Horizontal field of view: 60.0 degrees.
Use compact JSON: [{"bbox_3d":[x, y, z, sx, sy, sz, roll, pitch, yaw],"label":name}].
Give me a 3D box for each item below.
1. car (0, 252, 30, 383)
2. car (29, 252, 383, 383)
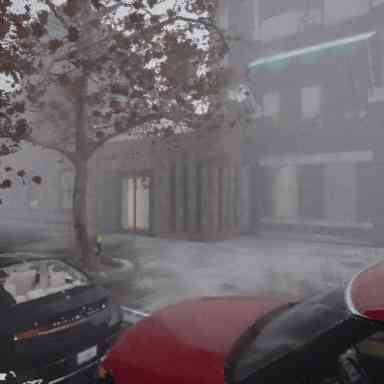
[{"bbox_3d":[-2.940,1.588,4.968,4.403,1.369,2.008,0,0,35],"label":"car"},{"bbox_3d":[1.572,1.313,1.748,5.009,1.841,2.192,0,0,35],"label":"car"}]
